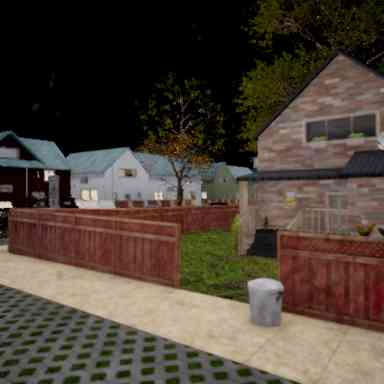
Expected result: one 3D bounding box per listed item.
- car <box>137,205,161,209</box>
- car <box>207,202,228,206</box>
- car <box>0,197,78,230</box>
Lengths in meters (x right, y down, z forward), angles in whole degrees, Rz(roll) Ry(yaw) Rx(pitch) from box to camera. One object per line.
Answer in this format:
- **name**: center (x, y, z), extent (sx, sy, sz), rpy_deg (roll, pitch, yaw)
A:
- **car**: center (-4.078, 1.822, 29.756), extent (1.895, 1.301, 4.718), rpy_deg (0, 0, 37)
- **car**: center (2.818, 1.856, 38.944), extent (1.812, 1.442, 4.674), rpy_deg (0, 0, 37)
- **car**: center (-10.080, 1.346, 21.716), extent (2.150, 2.045, 5.566), rpy_deg (0, 0, 36)
